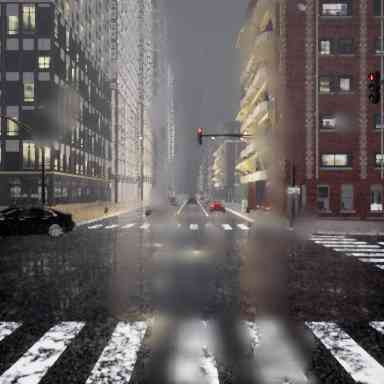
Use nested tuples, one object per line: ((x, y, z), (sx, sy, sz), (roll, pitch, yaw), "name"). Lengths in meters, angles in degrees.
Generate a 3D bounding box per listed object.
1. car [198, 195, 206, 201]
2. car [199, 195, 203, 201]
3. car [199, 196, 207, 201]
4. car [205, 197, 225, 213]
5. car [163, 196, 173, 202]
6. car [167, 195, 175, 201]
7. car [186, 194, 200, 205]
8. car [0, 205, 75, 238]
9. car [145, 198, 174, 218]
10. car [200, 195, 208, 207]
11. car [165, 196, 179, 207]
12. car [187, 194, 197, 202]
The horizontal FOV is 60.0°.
((2.667, 1.505, 89.623), (1.967, 1.590, 4.097), (0, 0, 0), "car")
((2.677, 1.580, 55.731), (2.008, 1.369, 4.403), (0, 0, 0), "car")
((2.669, 1.639, 83.974), (1.802, 1.307, 4.206), (0, 0, 0), "car")
((2.732, 1.597, 37.165), (1.802, 1.307, 4.206), (0, 0, 0), "car")
((-5.710, 1.601, 78.322), (2.008, 1.369, 4.403), (0, 0, 0), "car")
((-5.713, 1.609, 89.620), (1.887, 1.381, 4.507), (0, 0, 0), "car")
((-0.015, 1.558, 59.763), (1.812, 1.442, 4.674), (0, 0, 0), "car")
((-8.080, 1.395, 15.681), (4.892, 1.490, 1.837), (1, 3, -33), "car")
((-3.110, 1.558, 30.705), (2.033, 1.411, 5.357), (0, 0, 0), "car")
((2.678, 1.575, 50.082), (2.008, 1.369, 4.403), (0, 0, 0), "car")
((-3.102, 1.528, 50.209), (1.837, 1.490, 4.892), (0, 0, 0), "car")
((-0.017, 1.229, 69.736), (2.097, 1.767, 4.553), (0, 0, 0), "car")
